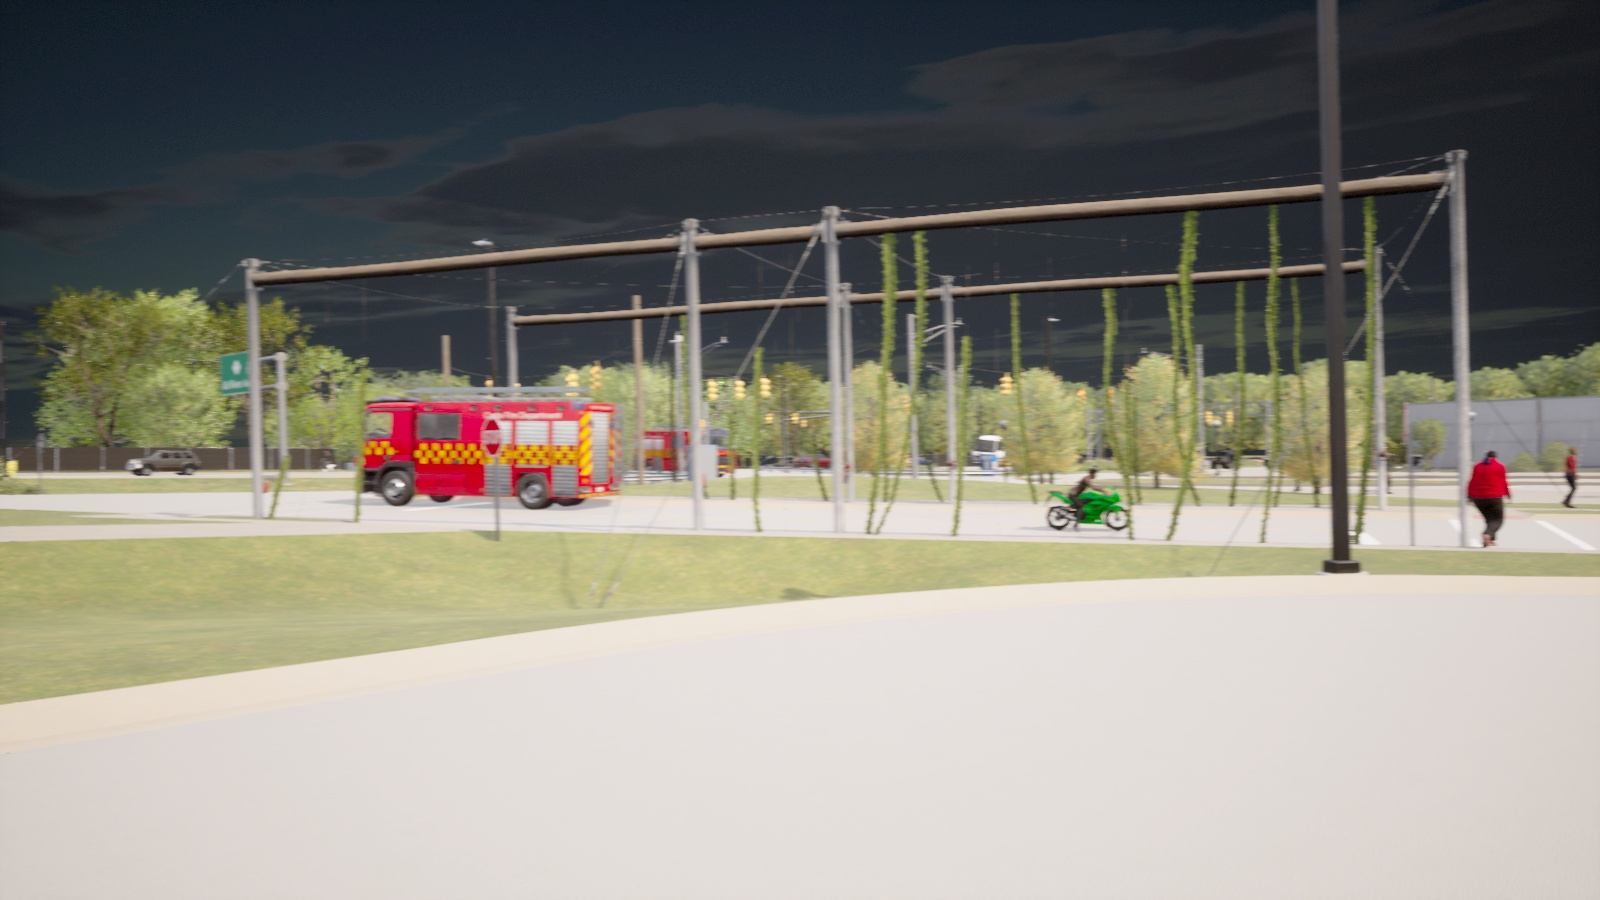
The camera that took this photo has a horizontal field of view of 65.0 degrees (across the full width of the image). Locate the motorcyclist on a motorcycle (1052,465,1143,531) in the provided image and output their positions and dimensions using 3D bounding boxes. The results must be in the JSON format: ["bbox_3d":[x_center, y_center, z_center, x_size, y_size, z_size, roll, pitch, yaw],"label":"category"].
[{"bbox_3d":[7.148,1.133,30.160,2.044,1.523,0.797,-1,1,18],"label":"motorcyclist on a motorcycle"}]

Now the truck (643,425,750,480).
[{"bbox_3d":[-7.628,0.142,91.587,8.468,3.827,2.891,1,1,44],"label":"truck"}]

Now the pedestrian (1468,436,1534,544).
[{"bbox_3d":[12.428,0.694,22.271,0.899,1.844,0.634,-2,0,-35],"label":"pedestrian"}]

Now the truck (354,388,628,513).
[{"bbox_3d":[-10.115,-0.006,41.098,8.468,3.827,2.891,0,1,19],"label":"truck"}]

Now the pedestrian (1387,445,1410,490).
[{"bbox_3d":[25.125,0.734,52.677,0.726,1.842,0.402,-2,0,44],"label":"pedestrian"}]

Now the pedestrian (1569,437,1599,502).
[{"bbox_3d":[22.491,0.567,36.029,0.636,1.846,0.331,-2,0,19],"label":"pedestrian"}]
